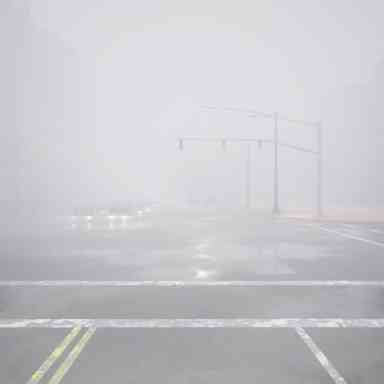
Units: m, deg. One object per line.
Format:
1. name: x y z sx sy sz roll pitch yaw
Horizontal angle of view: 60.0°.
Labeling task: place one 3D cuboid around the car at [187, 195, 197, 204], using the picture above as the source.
1. car: 0.083 1.514 64.552 2.128 1.511 4.902 0 0 0

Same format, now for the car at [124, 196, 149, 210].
1. car: -7.098 1.540 42.716 1.812 1.442 4.674 0 0 0

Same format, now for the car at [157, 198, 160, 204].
1. car: -7.080 1.585 61.443 1.994 1.385 4.181 0 0 0

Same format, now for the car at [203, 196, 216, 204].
1. car: 3.484 1.527 63.275 1.837 1.490 4.892 0 0 0

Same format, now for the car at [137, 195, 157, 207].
1. car: -7.101 1.582 51.467 1.994 1.385 4.181 0 0 0

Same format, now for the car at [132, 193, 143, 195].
1. car: -10.561 1.243 64.009 2.150 2.045 5.566 0 0 0

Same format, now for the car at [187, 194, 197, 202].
1. car: -0.017 1.381 74.731 2.097 1.767 4.553 0 0 0

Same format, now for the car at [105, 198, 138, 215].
1. car: -7.101 1.576 33.971 1.994 1.385 4.181 0 0 0

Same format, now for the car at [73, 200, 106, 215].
1. car: -10.601 1.537 34.002 1.812 1.442 4.674 0 0 0
